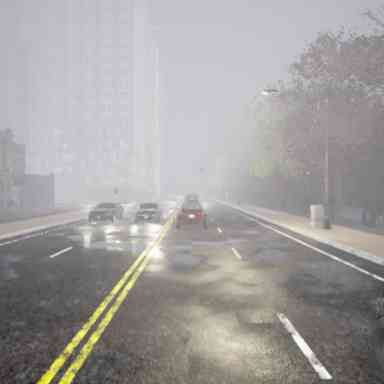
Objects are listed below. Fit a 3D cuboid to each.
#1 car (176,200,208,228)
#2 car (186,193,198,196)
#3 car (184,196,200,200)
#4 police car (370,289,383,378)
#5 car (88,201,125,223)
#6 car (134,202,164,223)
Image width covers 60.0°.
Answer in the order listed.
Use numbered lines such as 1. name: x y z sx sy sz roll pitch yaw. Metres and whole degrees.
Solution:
1. car: -0.008 1.492 22.375 2.163 1.488 4.792 0 0 0
2. car: -0.002 1.166 47.378 2.150 2.045 5.566 0 0 0
3. car: 0.065 1.470 36.936 1.837 1.490 4.892 0 0 0
4. police car: 3.249 1.505 2.437 2.038 1.542 4.974 0 0 0
5. car: -6.501 1.497 25.675 1.882 1.535 5.008 0 0 0
6. car: -3.251 1.545 25.675 1.837 1.490 4.892 0 0 0
